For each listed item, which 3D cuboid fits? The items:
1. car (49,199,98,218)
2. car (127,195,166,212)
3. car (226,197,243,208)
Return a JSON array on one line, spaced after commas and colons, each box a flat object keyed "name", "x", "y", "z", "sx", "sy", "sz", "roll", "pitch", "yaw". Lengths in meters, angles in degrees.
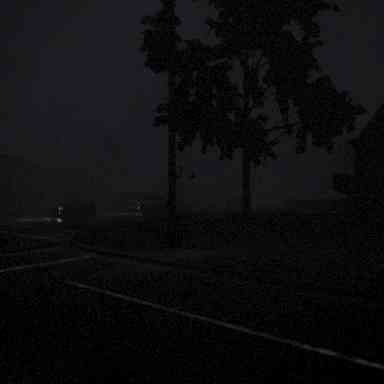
[{"name": "car", "x": -11.535, "y": 1.507, "z": 32.420, "sx": 2.097, "sy": 1.767, "sz": 4.553, "roll": 0, "pitch": 0, "yaw": 35}, {"name": "car", "x": -5.484, "y": 1.394, "z": 41.041, "sx": 2.150, "sy": 2.045, "sz": 5.566, "roll": 0, "pitch": 0, "yaw": 36}, {"name": "car", "x": 7.248, "y": 1.538, "z": 53.051, "sx": 2.097, "sy": 1.767, "sz": 4.553, "roll": 0, "pitch": 0, "yaw": 32}]
